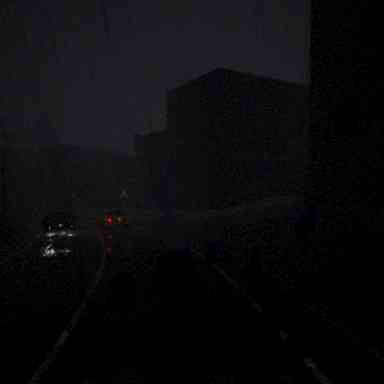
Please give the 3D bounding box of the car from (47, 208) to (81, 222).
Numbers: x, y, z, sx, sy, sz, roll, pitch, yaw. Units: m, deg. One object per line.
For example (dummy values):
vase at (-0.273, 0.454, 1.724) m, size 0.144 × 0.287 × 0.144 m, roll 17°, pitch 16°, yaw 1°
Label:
car at (-15.167, 2.685, 39.190) m, size 2.033 × 1.411 × 5.357 m, roll -2°, pitch -1°, yaw -41°

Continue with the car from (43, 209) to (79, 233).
car at (-9.988, 2.175, 24.779) m, size 1.994 × 1.385 × 4.181 m, roll -1°, pitch -2°, yaw -27°

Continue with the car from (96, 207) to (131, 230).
car at (-6.070, 1.940, 25.174) m, size 1.801 × 1.575 × 5.366 m, roll -2°, pitch -1°, yaw -25°
